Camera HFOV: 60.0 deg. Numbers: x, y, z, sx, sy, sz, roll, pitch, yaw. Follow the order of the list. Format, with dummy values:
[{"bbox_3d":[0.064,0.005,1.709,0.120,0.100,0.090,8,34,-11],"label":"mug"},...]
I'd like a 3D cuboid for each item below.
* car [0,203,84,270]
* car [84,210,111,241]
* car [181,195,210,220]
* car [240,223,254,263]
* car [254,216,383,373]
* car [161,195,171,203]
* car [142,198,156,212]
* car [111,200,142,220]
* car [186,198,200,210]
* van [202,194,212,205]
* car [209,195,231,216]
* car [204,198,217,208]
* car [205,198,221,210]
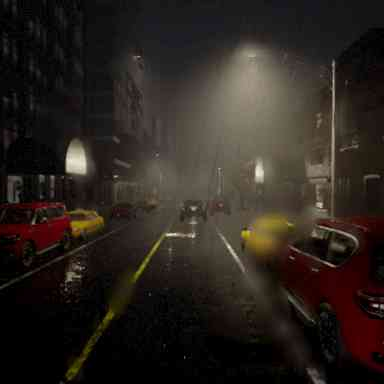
[{"bbox_3d":[-5.690,1.319,11.215,2.192,1.841,5.009,-1,0,0],"label":"car"},{"bbox_3d":[-5.680,1.531,16.581,1.752,1.417,4.829,-1,0,0],"label":"car"},{"bbox_3d":[0.138,1.362,28.214,2.097,1.767,4.553,0,0,0],"label":"car"},{"bbox_3d":[2.694,1.530,11.364,1.752,1.417,4.829,-1,0,0],"label":"car"},{"bbox_3d":[2.683,1.317,5.660,2.192,1.841,5.009,-1,0,0],"label":"car"},{"bbox_3d":[-5.610,1.465,72.099,1.967,1.590,4.097,-1,0,0],"label":"car"},{"bbox_3d":[-5.652,1.539,38.720,1.752,1.417,4.829,-1,0,0],"label":"car"},{"bbox_3d":[-5.665,1.554,27.820,1.887,1.381,4.507,-1,0,0],"label":"car"},{"bbox_3d":[0.159,1.541,44.749,1.812,1.442,4.674,0,0,0],"label":"car"},{"bbox_3d":[2.755,1.362,61.005,1.690,1.788,3.998,-1,0,0],"label":"van"},{"bbox_3d":[2.719,1.327,33.333,2.192,1.841,5.009,-1,0,0],"label":"car"},{"bbox_3d":[2.744,1.599,49.936,1.802,1.307,4.206,-1,0,0],"label":"car"},{"bbox_3d":[2.737,1.581,44.401,1.947,1.339,4.313,-1,0,0],"label":"car"}]
